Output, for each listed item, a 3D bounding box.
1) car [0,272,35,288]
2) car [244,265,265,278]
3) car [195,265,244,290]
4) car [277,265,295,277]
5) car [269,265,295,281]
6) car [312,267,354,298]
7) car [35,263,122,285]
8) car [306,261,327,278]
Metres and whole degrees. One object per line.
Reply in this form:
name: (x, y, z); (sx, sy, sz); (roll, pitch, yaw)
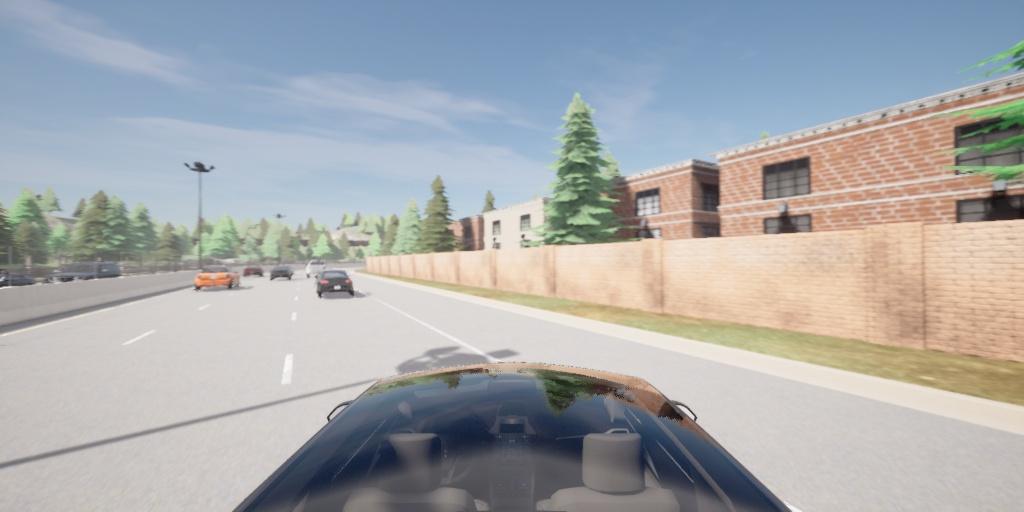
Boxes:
car: (-31.300, 1.754, 21.634); (2.128, 1.511, 4.902); (0, -1, -30)
car: (-33.762, 1.977, 46.994); (1.882, 1.535, 5.008); (0, -2, -30)
car: (-22.151, 1.558, 27.151); (2.097, 1.767, 4.553); (0, -1, -30)
car: (-31.096, 2.015, 49.406); (1.812, 1.442, 4.674); (0, -1, -29)
car: (-24.654, 1.832, 38.338); (1.837, 1.490, 4.892); (0, 0, -30)
car: (-10.466, 1.552, 21.071); (1.812, 1.442, 4.674); (0, -1, -30)
car: (-28.845, 1.478, 24.365); (2.150, 2.045, 5.566); (0, 0, -30)
car: (-24.607, 1.601, 45.171); (2.150, 2.045, 5.566); (0, -1, -30)
